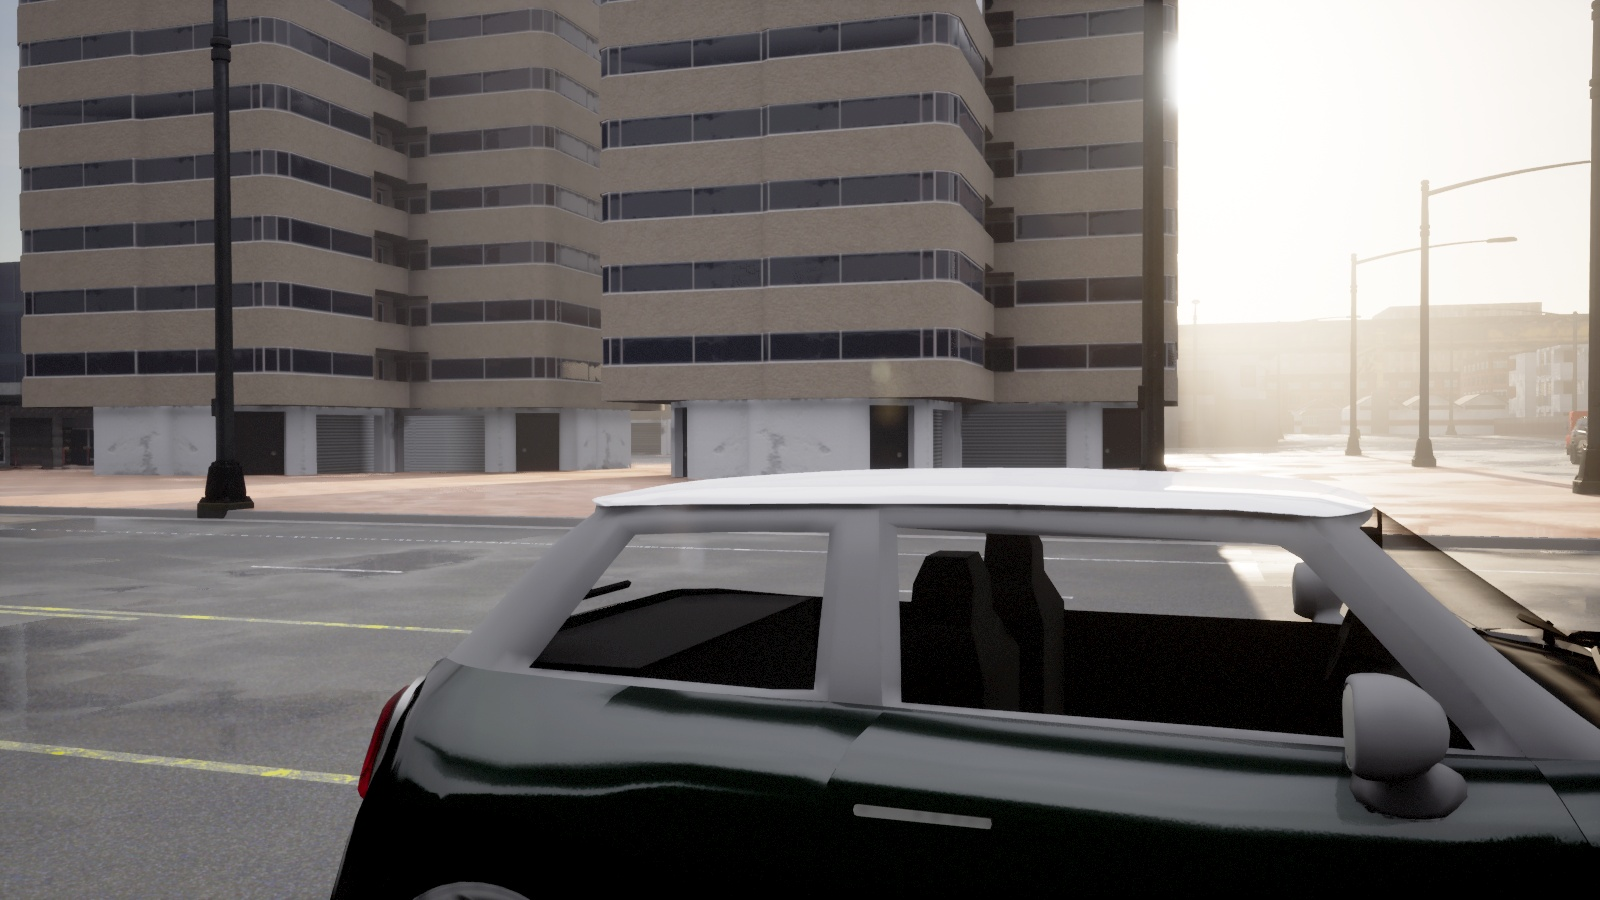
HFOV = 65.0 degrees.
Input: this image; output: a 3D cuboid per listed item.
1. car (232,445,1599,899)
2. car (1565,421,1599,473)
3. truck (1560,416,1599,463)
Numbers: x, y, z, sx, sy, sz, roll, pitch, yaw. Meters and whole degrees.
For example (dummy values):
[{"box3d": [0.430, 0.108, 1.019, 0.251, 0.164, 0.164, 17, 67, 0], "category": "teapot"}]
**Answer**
[{"box3d": [0.941, 0.749, 2.925, 3.806, 1.475, 1.970, 1, 1, 19], "category": "car"}, {"box3d": [32.933, -0.144, 50.798, 2.150, 2.045, 5.566, 1, 1, 18], "category": "car"}, {"box3d": [43.404, -0.588, 68.872, 2.627, 2.467, 5.204, 1, 1, 28], "category": "truck"}]
